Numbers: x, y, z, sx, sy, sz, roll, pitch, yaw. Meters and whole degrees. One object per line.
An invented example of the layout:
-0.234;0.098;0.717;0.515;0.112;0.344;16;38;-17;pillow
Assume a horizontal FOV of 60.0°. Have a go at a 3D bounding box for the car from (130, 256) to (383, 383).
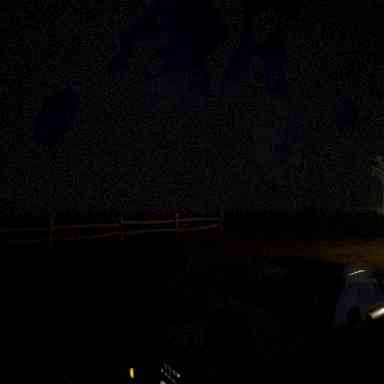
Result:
1.383;1.568;4.079;4.181;1.385;1.994;0;0;-37;car
